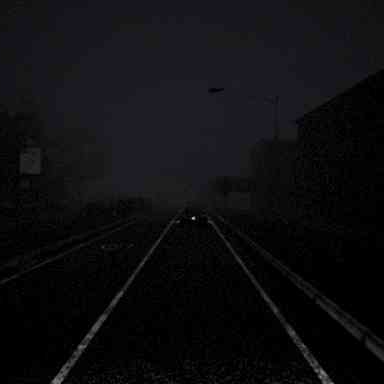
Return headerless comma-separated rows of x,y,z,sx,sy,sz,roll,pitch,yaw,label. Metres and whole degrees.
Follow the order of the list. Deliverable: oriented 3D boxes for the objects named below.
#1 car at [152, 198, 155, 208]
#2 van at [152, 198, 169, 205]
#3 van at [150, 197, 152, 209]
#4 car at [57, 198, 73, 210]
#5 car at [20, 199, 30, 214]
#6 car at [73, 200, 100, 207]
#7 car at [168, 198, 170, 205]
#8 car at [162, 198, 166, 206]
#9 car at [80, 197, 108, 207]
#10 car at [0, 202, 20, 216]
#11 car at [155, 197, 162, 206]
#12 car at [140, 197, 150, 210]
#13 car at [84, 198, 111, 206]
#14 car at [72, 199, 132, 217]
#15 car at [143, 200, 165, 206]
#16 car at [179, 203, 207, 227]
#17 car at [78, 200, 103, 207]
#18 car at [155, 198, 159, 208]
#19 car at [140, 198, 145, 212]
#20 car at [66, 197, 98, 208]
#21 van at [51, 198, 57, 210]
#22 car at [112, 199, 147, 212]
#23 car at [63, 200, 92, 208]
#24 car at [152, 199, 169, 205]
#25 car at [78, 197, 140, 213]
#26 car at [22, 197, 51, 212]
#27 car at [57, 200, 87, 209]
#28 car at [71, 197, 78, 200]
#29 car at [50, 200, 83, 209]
-8.842,2.081,52.726,4.892,1.521,2.231,0,-1,0,car
-8.782,2.652,91.965,4.442,1.987,1.878,0,-1,0,van
-8.729,1.803,49.927,4.442,1.987,1.878,0,-1,0,van
-21.925,2.117,52.627,4.674,1.452,2.002,0,-1,0,car
-21.926,1.876,38.709,4.674,1.452,2.002,0,-1,0,car
-21.943,2.392,69.336,5.008,1.535,2.097,0,-1,0,car
-8.862,2.786,86.355,4.792,1.488,2.163,0,-1,0,car
-8.868,2.454,72.345,5.008,1.535,2.097,0,-1,0,car
-21.927,2.256,74.909,5.566,2.045,2.435,0,-1,0,car
-21.930,1.795,35.923,5.008,1.535,2.097,0,-1,0,car
-8.886,1.984,61.139,5.566,2.045,2.435,0,-1,0,car
-8.871,1.677,44.323,5.566,2.045,2.435,0,-1,0,car
-21.931,2.314,77.570,5.566,2.045,2.435,0,-1,0,car
-8.841,1.762,33.109,4.892,1.521,2.231,0,-1,0,car
-8.909,2.604,77.947,4.792,1.488,2.163,0,-1,0,car
0.101,1.775,24.667,1.994,1.385,4.181,0,-1,0,car
-21.949,2.486,71.996,4.674,1.452,2.002,0,-1,0,car
-8.849,2.183,58.331,5.008,1.535,2.097,0,-1,0,car
-8.849,1.881,41.514,4.892,1.521,2.231,0,-1,0,car
-21.917,2.085,66.555,5.566,2.045,2.435,0,-1,0,car
-22.040,1.748,47.061,4.442,1.987,1.878,0,-1,0,van
-8.812,1.851,47.121,4.553,1.767,2.185,0,-1,0,car
-21.970,2.313,63.767,4.792,1.488,2.163,0,-1,0,car
-8.934,2.813,94.766,4.553,1.767,2.185,0,-1,0,car
-8.874,1.546,35.914,5.566,2.045,2.435,0,-1,0,car
-21.892,1.800,44.279,4.553,1.767,2.185,0,-1,0,car
-21.908,2.261,60.982,4.792,1.488,2.163,0,-1,0,car
-21.745,2.126,55.413,5.366,1.575,1.946,0,-1,0,car
-21.928,2.180,58.199,5.008,1.535,2.097,0,-1,0,car
